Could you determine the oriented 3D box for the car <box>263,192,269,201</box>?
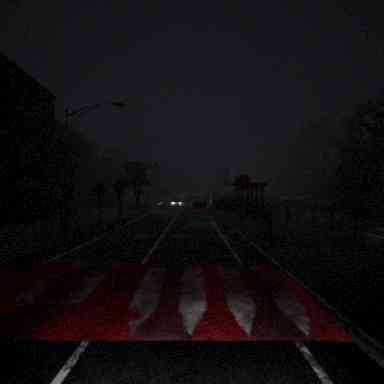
[{"bbox_3d":[18.822,1.389,74.539,4.792,1.488,2.163,0,1,0],"label":"car"}]

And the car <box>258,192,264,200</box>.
[{"bbox_3d":[18.761,1.077,77.310,5.566,2.045,2.435,0,1,0],"label":"car"}]

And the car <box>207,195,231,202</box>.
[{"bbox_3d":[5.747,1.424,71.066,4.792,1.488,2.163,0,0,0],"label":"car"}]

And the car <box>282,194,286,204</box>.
[{"bbox_3d":[18.819,1.487,57.879,5.008,1.535,2.097,0,0,0],"label":"car"}]

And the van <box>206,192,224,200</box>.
[{"bbox_3d":[5.817,0.998,85.086,4.442,1.987,1.878,0,1,0],"label":"van"}]

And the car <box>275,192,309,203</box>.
[{"bbox_3d":[18.781,1.219,60.653,5.566,2.045,2.435,0,0,0],"label":"car"}]

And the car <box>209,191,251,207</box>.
[{"bbox_3d":[5.713,1.274,51.440,5.566,2.045,2.435,0,0,0],"label":"car"}]

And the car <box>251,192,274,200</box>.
[{"bbox_3d":[18.805,0.927,88.413,5.566,2.045,2.435,0,1,0],"label":"car"}]

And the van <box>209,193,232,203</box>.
[{"bbox_3d":[5.838,1.191,68.262,4.442,1.987,1.878,0,0,0],"label":"van"}]

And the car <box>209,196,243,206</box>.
[{"bbox_3d":[5.553,1.505,54.245,5.366,1.575,1.946,0,0,0],"label":"car"}]

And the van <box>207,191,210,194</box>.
[{"bbox_3d":[5.608,1.213,65.460,4.442,1.987,1.878,0,0,0],"label":"van"}]

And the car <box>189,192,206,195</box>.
[{"bbox_3d":[0.982,1.304,62.727,2.097,1.767,4.553,0,0,0],"label":"car"}]

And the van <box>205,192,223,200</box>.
[{"bbox_3d":[5.813,0.959,87.889,4.442,1.987,1.878,0,1,0],"label":"van"}]

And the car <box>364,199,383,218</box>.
[{"bbox_3d":[18.843,1.657,30.123,5.008,1.535,2.097,0,0,0],"label":"car"}]

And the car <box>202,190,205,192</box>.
[{"bbox_3d":[5.676,1.011,82.282,5.566,2.045,2.435,0,1,0],"label":"car"}]

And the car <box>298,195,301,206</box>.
[{"bbox_3d":[18.853,1.568,49.552,4.792,1.488,2.163,0,0,0],"label":"car"}]

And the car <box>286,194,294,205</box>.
[{"bbox_3d":[18.822,1.504,55.103,5.008,1.535,2.097,0,0,0],"label":"car"}]

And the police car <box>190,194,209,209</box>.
[{"bbox_3d":[0.981,1.494,46.847,1.930,1.638,5.238,0,0,0],"label":"police car"}]

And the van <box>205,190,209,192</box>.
[{"bbox_3d":[5.824,1.075,79.482,4.442,1.987,1.878,0,1,0],"label":"van"}]

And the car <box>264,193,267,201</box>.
[{"bbox_3d":[18.767,1.420,71.756,4.792,1.488,2.163,0,1,0],"label":"car"}]

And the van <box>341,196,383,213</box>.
[{"bbox_3d":[18.957,1.397,35.674,4.442,1.987,1.878,0,0,0],"label":"van"}]

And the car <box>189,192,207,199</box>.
[{"bbox_3d":[0.981,1.352,56.719,2.097,1.767,4.553,0,0,0],"label":"car"}]

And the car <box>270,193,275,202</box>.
[{"bbox_3d":[18.798,1.434,66.207,5.008,1.535,2.097,0,0,0],"label":"car"}]

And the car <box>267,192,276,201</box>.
[{"bbox_3d":[18.984,1.410,68.984,5.366,1.575,1.946,0,0,0],"label":"car"}]

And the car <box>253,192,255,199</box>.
[{"bbox_3d":[18.965,1.214,85.641,5.366,1.575,1.946,0,1,0],"label":"car"}]

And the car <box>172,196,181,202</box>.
[{"bbox_3d":[-3.241,1.472,70.975,1.895,1.301,4.718,0,1,0],"label":"car"}]

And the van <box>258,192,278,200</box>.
[{"bbox_3d":[18.899,1.030,82.863,4.442,1.987,1.878,0,1,0],"label":"van"}]

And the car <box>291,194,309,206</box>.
[{"bbox_3d":[18.827,1.522,52.327,4.892,1.521,2.231,0,0,0],"label":"car"}]

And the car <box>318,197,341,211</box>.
[{"bbox_3d":[18.805,1.618,41.225,4.792,1.488,2.163,0,0,0],"label":"car"}]

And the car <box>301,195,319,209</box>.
[{"bbox_3d":[18.641,1.552,46.777,5.366,1.575,1.946,0,0,0],"label":"car"}]

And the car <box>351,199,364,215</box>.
[{"bbox_3d":[18.841,1.680,32.900,4.674,1.452,2.002,0,0,0],"label":"car"}]
